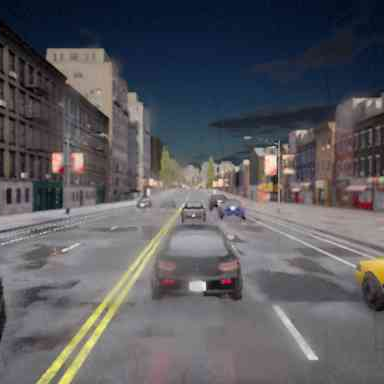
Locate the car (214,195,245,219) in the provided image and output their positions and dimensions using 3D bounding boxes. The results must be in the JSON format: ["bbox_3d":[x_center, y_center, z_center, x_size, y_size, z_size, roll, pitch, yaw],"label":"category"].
[{"bbox_3d":[3.328,1.365,29.032,2.097,1.767,4.553,0,0,0],"label":"car"}]

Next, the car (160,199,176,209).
[{"bbox_3d":[-3.283,1.670,46.235,1.994,1.385,4.181,0,0,0],"label":"car"}]

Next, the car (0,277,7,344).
[{"bbox_3d":[-3.346,1.471,2.267,1.882,1.535,5.008,0,0,0],"label":"car"}]

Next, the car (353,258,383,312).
[{"bbox_3d":[4.229,1.445,4.677,1.801,1.575,5.366,0,0,0],"label":"car"}]

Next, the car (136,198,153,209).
[{"bbox_3d":[-6.532,1.598,46.354,2.128,1.511,4.902,0,0,0],"label":"car"}]

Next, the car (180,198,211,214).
[{"bbox_3d":[0.122,1.494,26.150,2.128,1.511,4.902,0,0,0],"label":"car"}]

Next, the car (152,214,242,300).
[{"bbox_3d":[0.104,1.509,8.225,1.812,1.442,4.674,0,0,0],"label":"car"}]

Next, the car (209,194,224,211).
[{"bbox_3d":[3.314,1.311,43.038,2.150,2.045,5.566,0,0,0],"label":"car"}]
